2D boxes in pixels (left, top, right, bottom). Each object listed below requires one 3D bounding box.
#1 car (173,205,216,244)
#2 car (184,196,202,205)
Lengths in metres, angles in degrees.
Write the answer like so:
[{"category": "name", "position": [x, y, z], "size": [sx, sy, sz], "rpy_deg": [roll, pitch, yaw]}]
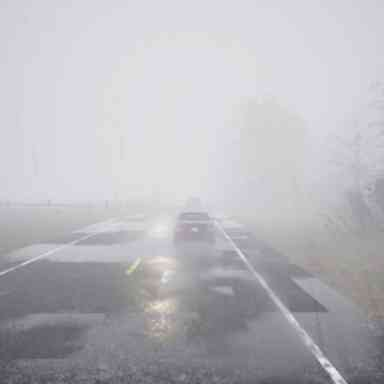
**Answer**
[{"category": "car", "position": [0.108, 1.539, 15.626], "size": [2.033, 1.411, 5.357], "rpy_deg": [0, 0, 0]}, {"category": "car", "position": [0.121, 1.332, 41.299], "size": [2.097, 1.767, 4.553], "rpy_deg": [0, 0, 0]}]
